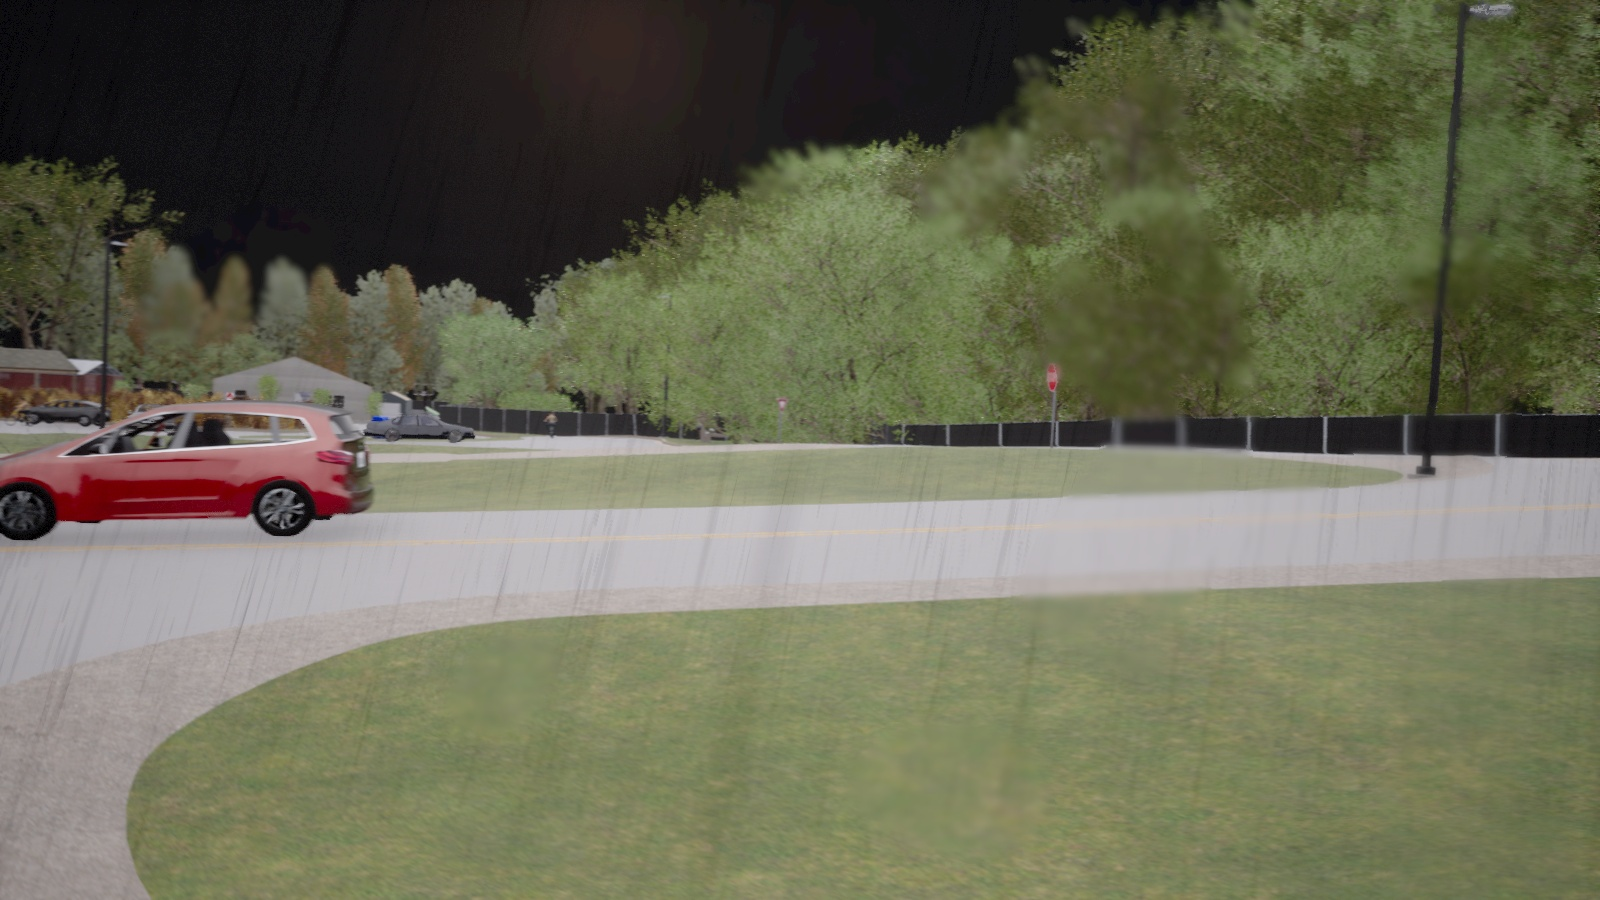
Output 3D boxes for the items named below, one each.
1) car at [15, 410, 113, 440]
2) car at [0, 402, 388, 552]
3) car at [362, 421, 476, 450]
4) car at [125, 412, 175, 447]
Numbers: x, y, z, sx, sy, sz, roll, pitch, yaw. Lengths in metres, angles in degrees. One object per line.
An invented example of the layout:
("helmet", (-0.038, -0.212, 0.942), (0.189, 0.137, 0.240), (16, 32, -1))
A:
("car", (-43.113, -1.472, 73.610), (4.514, 1.525, 2.007), (2, 3, -4))
("car", (-7.900, 0.274, 16.111), (4.611, 1.667, 2.242), (-1, 3, -9))
("car", (-19.059, -0.732, 62.885), (5.357, 1.411, 2.033), (0, 2, -18))
("car", (-32.763, -1.057, 63.258), (2.152, 1.651, 5.027), (-1, 2, -28))
